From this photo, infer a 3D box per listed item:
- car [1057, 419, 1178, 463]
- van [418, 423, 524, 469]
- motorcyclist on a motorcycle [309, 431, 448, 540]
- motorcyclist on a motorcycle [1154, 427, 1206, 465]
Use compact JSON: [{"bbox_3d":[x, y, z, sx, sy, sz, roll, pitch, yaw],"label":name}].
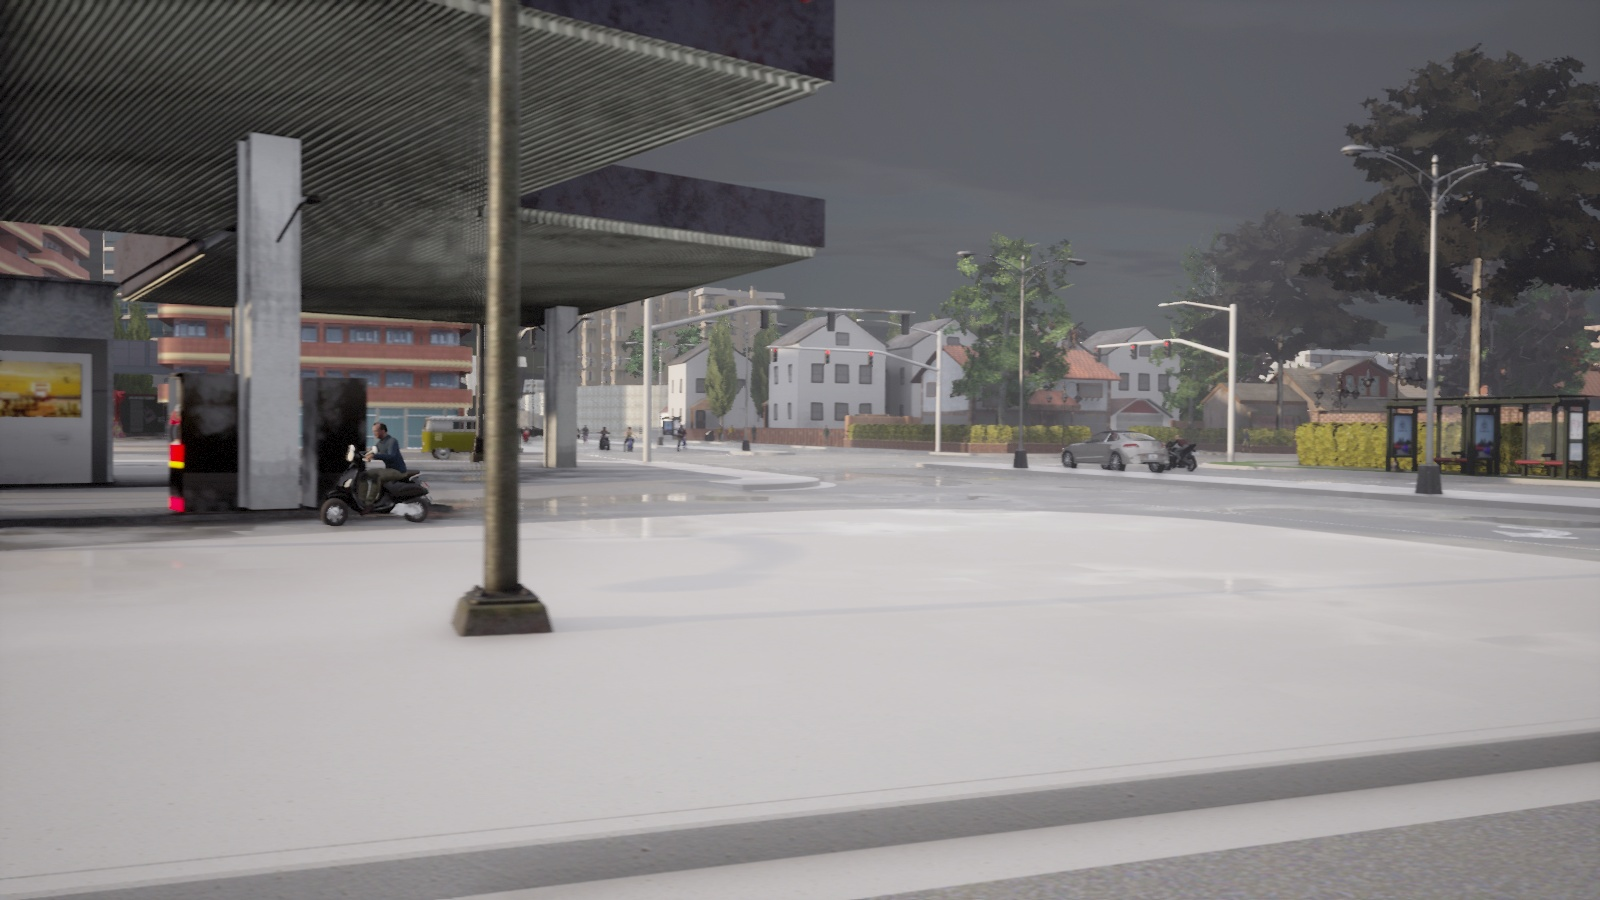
[{"bbox_3d":[12.584,-0.376,50.163,2.152,1.651,5.027,-1,1,-21],"label":"car"},{"bbox_3d":[-14.936,-0.216,57.050,4.442,1.987,1.775,-1,1,-23],"label":"van"},{"bbox_3d":[-6.490,0.506,19.390,1.817,1.590,0.866,-2,2,-44],"label":"motorcyclist on a motorcycle"},{"bbox_3d":[15.681,-0.181,51.871,0.866,1.530,2.191,-1,1,-21],"label":"motorcyclist on a motorcycle"}]
